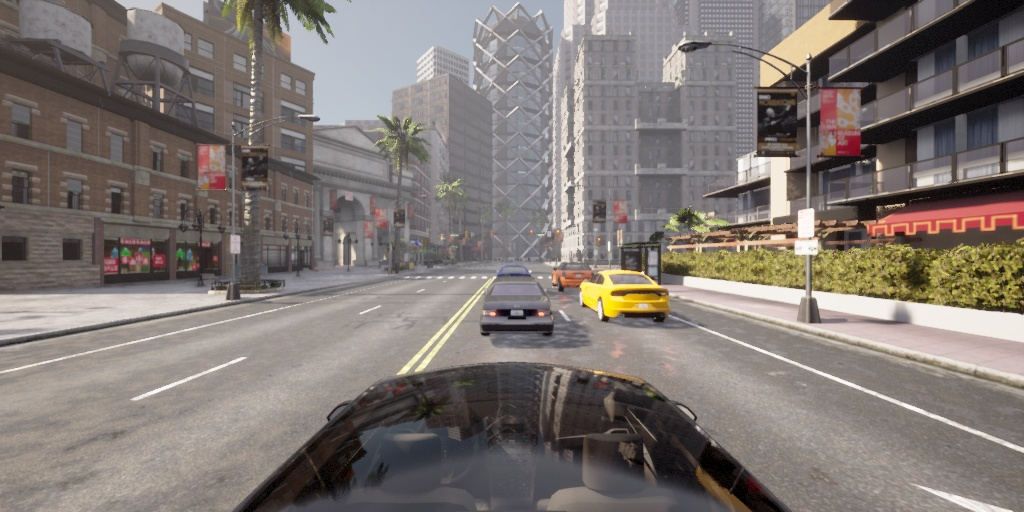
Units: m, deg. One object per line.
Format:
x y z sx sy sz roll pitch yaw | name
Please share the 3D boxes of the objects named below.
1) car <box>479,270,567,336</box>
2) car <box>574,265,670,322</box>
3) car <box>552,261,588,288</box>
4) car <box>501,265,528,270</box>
0.108 1.296 10.386 2.033 1.411 5.357 0 0 0 | car
3.614 1.226 12.358 1.882 1.535 5.008 0 0 0 | car
3.617 1.100 21.572 2.097 1.767 4.553 0 0 0 | car
0.116 1.226 20.173 1.882 1.535 5.008 0 0 0 | car
